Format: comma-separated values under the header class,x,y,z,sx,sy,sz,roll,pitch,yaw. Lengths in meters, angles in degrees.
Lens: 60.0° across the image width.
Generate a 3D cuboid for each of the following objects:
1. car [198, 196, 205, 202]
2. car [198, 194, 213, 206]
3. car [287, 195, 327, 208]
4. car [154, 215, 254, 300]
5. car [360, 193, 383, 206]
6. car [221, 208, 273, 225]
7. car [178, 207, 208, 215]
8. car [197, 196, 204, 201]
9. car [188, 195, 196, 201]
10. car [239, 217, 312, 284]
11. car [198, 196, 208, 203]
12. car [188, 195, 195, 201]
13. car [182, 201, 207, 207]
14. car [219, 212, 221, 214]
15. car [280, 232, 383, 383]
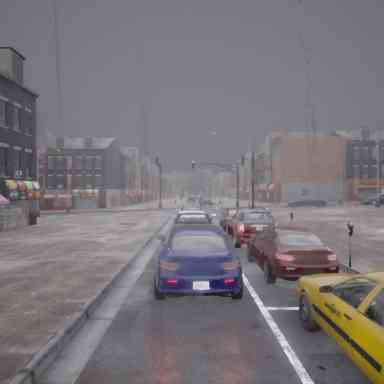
class,x,y,z,sx,sy,sz,roll,pitch,yaw
car,2.438,1.822,90.148,1.752,1.417,4.829,-1,0,0
car,2.508,1.567,57.565,1.967,1.590,4.097,-1,0,0
car,14.057,1.143,40.755,4.674,1.442,1.812,-1,0,1
car,0.085,1.527,8.314,1.812,1.442,4.674,0,0,-2
car,23.284,0.882,40.795,4.892,1.490,1.837,-2,0,0
car,2.603,1.446,14.756,1.967,1.590,4.097,0,0,0
car,0.053,1.607,15.718,1.895,1.301,4.718,0,0,0
car,2.426,1.856,95.551,1.752,1.417,4.829,-1,0,0
car,-0.175,1.744,82.615,1.837,1.490,4.892,0,0,0
car,2.616,1.584,9.289,1.802,1.307,4.206,0,0,0
car,2.473,1.645,73.772,1.967,1.590,4.097,-1,0,0
car,-0.198,1.671,93.036,1.812,1.442,4.674,0,0,0
car,-0.028,1.622,25.809,1.895,1.301,4.718,0,0,0
car,2.592,1.594,20.222,1.802,1.307,4.206,0,0,0
car,2.627,1.525,3.992,1.752,1.417,4.829,0,0,0
